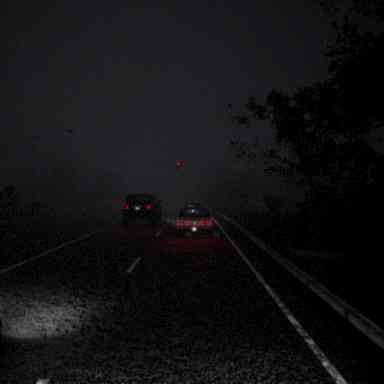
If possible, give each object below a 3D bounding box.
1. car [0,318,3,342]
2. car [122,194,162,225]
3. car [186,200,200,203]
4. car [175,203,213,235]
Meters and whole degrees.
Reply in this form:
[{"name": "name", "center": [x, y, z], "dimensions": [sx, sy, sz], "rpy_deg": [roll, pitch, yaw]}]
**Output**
[{"name": "car", "center": [-3.401, 1.514, 2.434], "dimensions": [1.812, 1.442, 4.674], "rpy_deg": [0, 0, 0]}, {"name": "car", "center": [-3.402, 1.127, 23.431], "dimensions": [2.150, 2.045, 5.566], "rpy_deg": [0, 0, 0]}, {"name": "car", "center": [0.097, 1.526, 32.733], "dimensions": [1.837, 1.490, 4.892], "rpy_deg": [0, -1, 0]}, {"name": "car", "center": [0.096, 1.516, 18.352], "dimensions": [1.895, 1.301, 4.718], "rpy_deg": [0, 0, -1]}]
